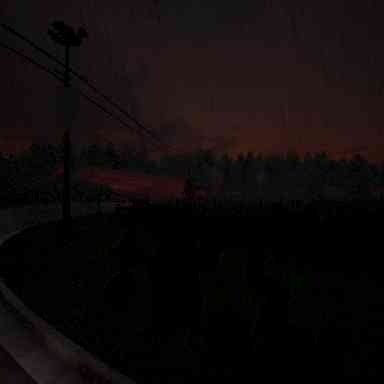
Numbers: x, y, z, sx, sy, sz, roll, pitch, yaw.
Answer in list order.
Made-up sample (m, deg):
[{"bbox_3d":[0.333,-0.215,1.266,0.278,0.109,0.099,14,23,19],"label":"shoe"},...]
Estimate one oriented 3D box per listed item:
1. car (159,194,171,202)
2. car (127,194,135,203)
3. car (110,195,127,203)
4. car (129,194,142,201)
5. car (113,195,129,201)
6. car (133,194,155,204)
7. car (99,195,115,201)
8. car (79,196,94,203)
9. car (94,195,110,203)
[{"bbox_3d":[-6.245,1.352,78.180,2.097,1.767,4.553,0,0,8],"label":"car"},{"bbox_3d":[-11.123,1.598,68.076,1.895,1.301,4.718,0,0,8],"label":"car"},{"bbox_3d":[-14.581,1.336,68.617,2.097,1.767,4.553,0,0,8],"label":"car"},{"bbox_3d":[-13.275,1.329,78.424,1.837,1.490,4.892,0,0,8],"label":"car"},{"bbox_3d":[-16.744,1.368,78.887,2.033,1.411,5.357,0,0,8],"label":"car"},{"bbox_3d":[-8.602,1.523,59.731,1.812,1.442,4.674,0,0,8],"label":"car"},{"bbox_3d":[-20.213,1.368,79.349,2.033,1.411,5.357,0,0,8],"label":"car"},{"bbox_3d":[-21.590,1.513,69.020,2.128,1.511,4.902,0,0,8],"label":"car"},{"bbox_3d":[-18.065,1.541,68.971,1.994,1.385,4.181,0,0,8],"label":"car"}]
